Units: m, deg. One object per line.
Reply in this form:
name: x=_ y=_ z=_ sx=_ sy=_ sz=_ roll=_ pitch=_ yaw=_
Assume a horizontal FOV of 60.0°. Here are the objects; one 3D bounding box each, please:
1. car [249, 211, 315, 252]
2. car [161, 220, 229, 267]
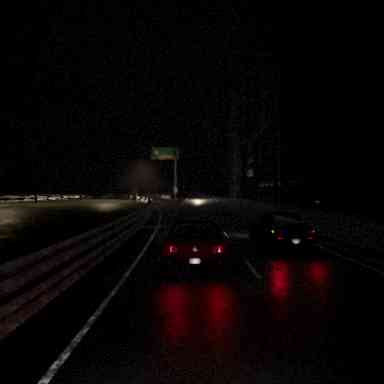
car: x=3.598 y=1.512 z=13.788 sx=1.812 sy=1.442 sz=4.674 roll=0 pitch=0 yaw=0
car: x=0.095 y=1.589 z=11.270 sx=1.895 sy=1.301 sz=4.718 roll=0 pitch=0 yaw=0
